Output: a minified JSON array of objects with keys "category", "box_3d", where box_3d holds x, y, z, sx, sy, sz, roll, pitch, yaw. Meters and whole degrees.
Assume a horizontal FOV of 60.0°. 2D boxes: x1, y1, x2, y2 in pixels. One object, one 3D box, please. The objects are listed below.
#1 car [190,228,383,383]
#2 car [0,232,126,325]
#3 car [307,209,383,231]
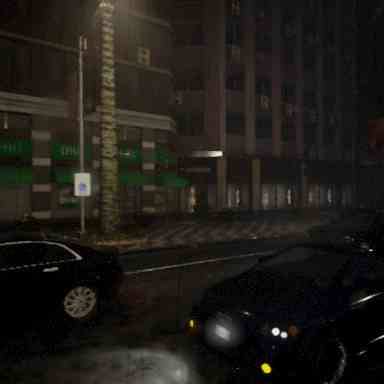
[{"category":"car","box_3d":[2.046,1.530,5.184,4.181,1.385,1.994,-1,0,-33]},{"category":"car","box_3d":[-3.578,1.505,5.661,4.892,1.490,1.837,0,0,-35]},{"category":"car","box_3d":[6.249,1.389,11.864,5.008,1.535,1.882,0,0,-29]}]
